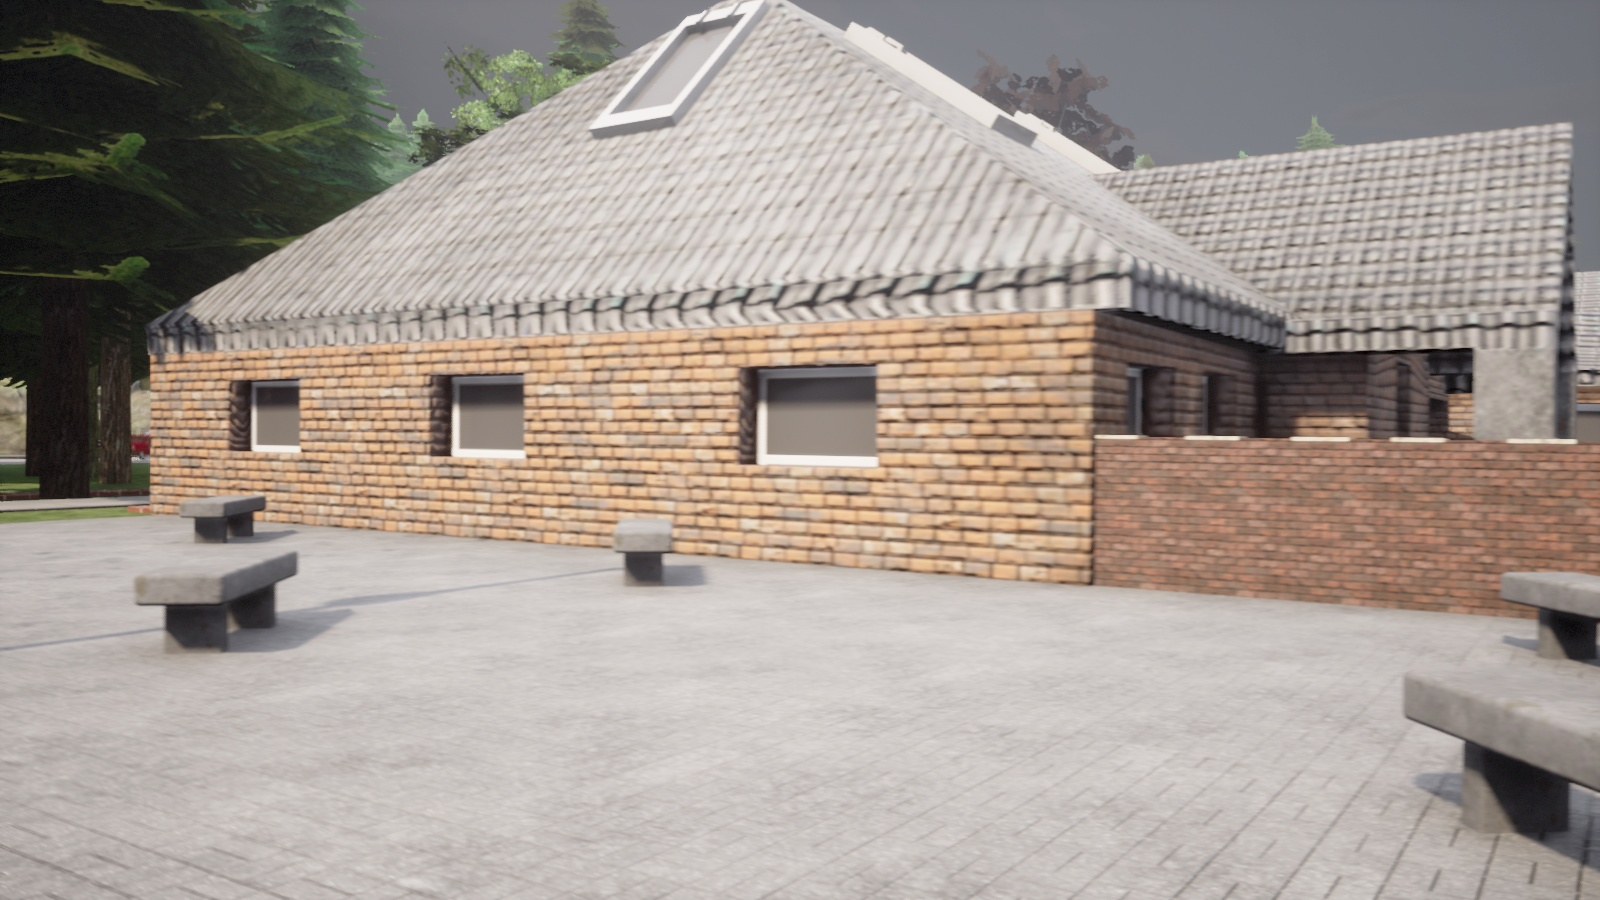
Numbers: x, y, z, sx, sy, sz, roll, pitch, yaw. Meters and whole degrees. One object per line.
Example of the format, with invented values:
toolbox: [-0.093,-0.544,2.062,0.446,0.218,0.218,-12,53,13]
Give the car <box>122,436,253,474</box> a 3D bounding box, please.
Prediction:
car: [-27.336,0.190,56.203,1.882,1.535,5.008,0,1,33]
